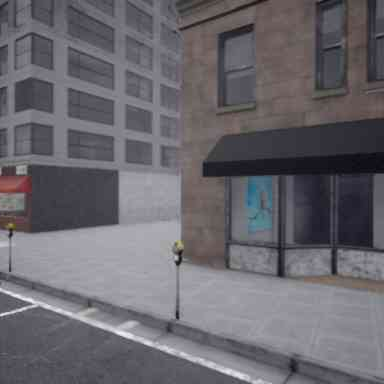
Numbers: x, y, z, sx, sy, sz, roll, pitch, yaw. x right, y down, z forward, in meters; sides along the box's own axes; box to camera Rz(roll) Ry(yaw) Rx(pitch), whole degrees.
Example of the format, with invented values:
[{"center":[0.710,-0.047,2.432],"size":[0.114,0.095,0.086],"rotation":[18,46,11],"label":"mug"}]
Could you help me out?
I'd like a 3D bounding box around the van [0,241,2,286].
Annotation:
[{"center":[-5.768,1.326,7.193],"size":[3.998,1.788,1.690],"rotation":[0,0,36],"label":"van"}]
